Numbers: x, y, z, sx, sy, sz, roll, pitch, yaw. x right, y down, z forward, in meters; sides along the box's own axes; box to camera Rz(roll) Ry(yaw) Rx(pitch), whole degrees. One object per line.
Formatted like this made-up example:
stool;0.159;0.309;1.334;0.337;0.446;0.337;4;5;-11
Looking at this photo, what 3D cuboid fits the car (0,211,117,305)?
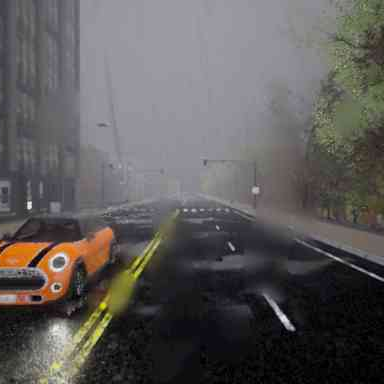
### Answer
car;-3.353;1.344;8.294;2.097;1.767;4.553;0;0;0
